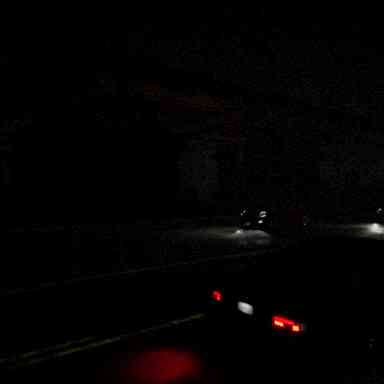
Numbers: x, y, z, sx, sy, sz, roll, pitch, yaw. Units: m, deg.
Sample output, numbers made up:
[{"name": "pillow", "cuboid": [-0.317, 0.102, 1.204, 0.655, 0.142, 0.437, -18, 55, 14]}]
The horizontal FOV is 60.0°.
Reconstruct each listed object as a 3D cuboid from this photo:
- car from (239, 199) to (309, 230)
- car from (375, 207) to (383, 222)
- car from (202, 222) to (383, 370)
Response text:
[{"name": "car", "cuboid": [5.045, 1.226, 20.276, 4.553, 1.767, 2.097, -1, 0, -35]}, {"name": "car", "cuboid": [14.366, 1.225, 22.431, 4.553, 1.767, 2.097, -1, 0, -35]}, {"name": "car", "cuboid": [2.739, 1.505, 5.667, 5.357, 1.411, 2.033, -1, 0, -35]}]
